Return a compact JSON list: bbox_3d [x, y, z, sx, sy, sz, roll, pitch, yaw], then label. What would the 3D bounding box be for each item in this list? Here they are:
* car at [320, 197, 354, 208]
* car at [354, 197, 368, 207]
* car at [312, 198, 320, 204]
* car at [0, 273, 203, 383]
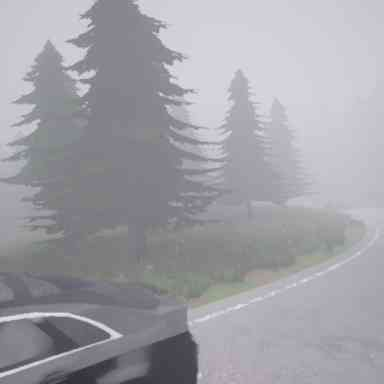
[{"bbox_3d":[16.874,1.474,38.955,1.812,1.442,4.674,-5,-2,7],"label":"car"},{"bbox_3d":[20.664,1.352,42.662,1.895,1.301,4.718,-5,-1,7],"label":"car"},{"bbox_3d":[21.880,1.533,55.298,1.895,1.301,4.718,-5,-1,-8],"label":"car"},{"bbox_3d":[-2.166,1.500,2.313,4.902,1.511,2.128,-1,1,-38],"label":"car"}]
